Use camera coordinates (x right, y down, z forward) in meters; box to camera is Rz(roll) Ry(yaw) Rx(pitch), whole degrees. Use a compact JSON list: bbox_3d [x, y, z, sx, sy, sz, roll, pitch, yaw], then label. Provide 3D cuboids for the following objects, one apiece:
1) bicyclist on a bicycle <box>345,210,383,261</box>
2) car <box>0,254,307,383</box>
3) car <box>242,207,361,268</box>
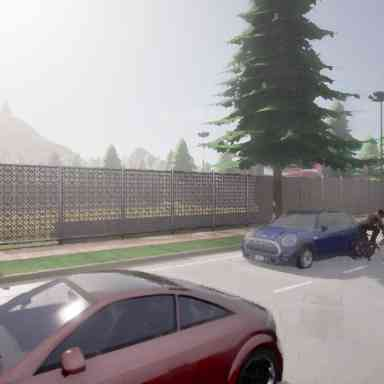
[{"bbox_3d":[5.705,1.360,10.398,1.656,1.620,0.582,7,-5,9],"label":"bicyclist on a bicycle"},{"bbox_3d":[-1.021,1.564,3.246,4.181,1.385,1.994,0,0,-37],"label":"car"},{"bbox_3d":[3.834,1.375,11.225,4.553,1.767,2.097,0,0,-36],"label":"car"}]
